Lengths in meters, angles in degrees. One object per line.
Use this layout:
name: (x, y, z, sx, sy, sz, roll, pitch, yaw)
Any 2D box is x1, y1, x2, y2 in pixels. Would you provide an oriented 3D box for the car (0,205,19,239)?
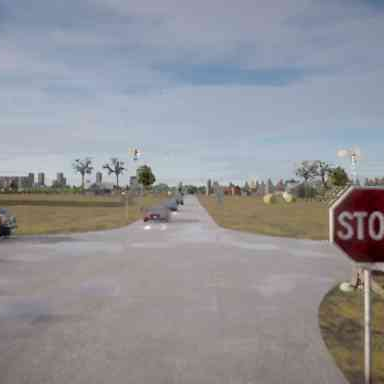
car: (-10.844, 1.364, 15.760, 4.553, 1.767, 2.097, 1, -2, -13)

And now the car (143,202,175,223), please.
car: (-2.800, 1.784, 27.752, 1.994, 1.385, 4.181, 0, 0, 2)

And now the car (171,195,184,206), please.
car: (-2.746, 1.579, 64.338, 2.150, 2.045, 5.566, 0, 0, 0)

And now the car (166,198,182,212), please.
car: (-2.747, 1.847, 43.462, 2.033, 1.411, 5.357, 0, 0, 0)
